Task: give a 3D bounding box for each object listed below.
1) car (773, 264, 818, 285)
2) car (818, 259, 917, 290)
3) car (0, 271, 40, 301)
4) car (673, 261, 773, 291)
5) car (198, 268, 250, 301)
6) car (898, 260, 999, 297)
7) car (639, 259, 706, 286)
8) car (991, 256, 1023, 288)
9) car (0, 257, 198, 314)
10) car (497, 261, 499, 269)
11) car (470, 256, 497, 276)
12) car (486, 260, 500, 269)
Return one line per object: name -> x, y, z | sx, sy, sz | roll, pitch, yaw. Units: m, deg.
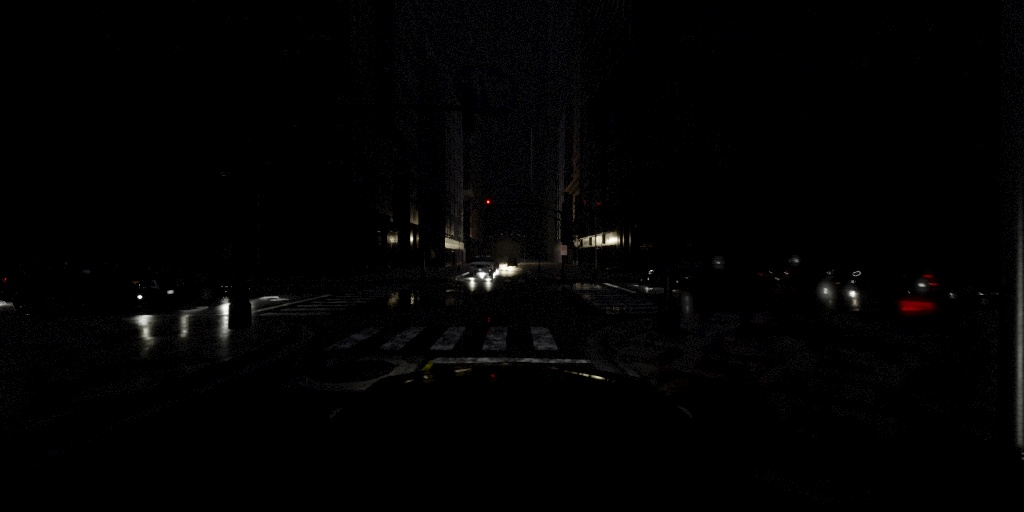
car -> 19.885, 1.207, 23.830 | 4.718, 1.301, 1.895 | 0, 0, 0
car -> 20.910, 0.959, 20.576 | 4.553, 1.767, 2.097 | 0, 0, 0
car -> -26.173, 1.452, 17.279 | 4.181, 1.385, 1.994 | 0, 0, 0
car -> 11.859, 1.189, 20.603 | 4.674, 1.442, 1.812 | 0, 0, 2
car -> -15.328, 1.337, 17.269 | 4.892, 1.490, 1.837 | 0, 0, 3
car -> 22.003, 1.115, 17.123 | 4.892, 1.490, 1.837 | -1, 0, 0
car -> 10.893, 1.014, 23.901 | 4.553, 1.767, 2.097 | 0, 0, 2
car -> 31.134, 0.894, 20.534 | 4.553, 1.767, 2.097 | 0, 0, 0
car -> -16.087, 1.065, 13.999 | 5.566, 2.045, 2.150 | 0, 0, 0
car -> -3.043, 1.364, 47.370 | 1.895, 1.301, 4.718 | 0, 0, 0
car -> -3.064, 0.980, 37.303 | 2.150, 2.045, 5.566 | 0, 0, 0
car -> -3.016, 1.371, 57.522 | 1.895, 1.301, 4.718 | 0, 0, 0
